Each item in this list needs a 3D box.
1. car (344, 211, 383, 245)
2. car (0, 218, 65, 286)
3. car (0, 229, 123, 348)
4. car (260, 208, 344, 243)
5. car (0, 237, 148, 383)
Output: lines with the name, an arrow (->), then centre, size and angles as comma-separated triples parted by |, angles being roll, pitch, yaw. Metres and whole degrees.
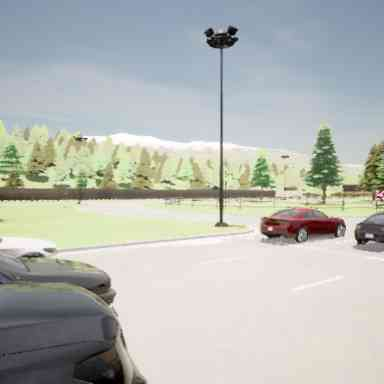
car -> 8.799, 1.557, 14.335 | 4.674, 1.442, 1.812 | 0, 0, -36
car -> -5.804, 1.526, 8.205 | 4.674, 1.442, 1.812 | 0, 0, -36
car -> -3.994, 1.547, 5.196 | 5.357, 1.411, 2.033 | 0, 0, -36
car -> 5.503, 1.506, 16.279 | 5.008, 1.535, 1.882 | 0, 0, -35
car -> -2.973, 1.221, 1.628 | 5.566, 2.045, 2.150 | 0, 0, -36
